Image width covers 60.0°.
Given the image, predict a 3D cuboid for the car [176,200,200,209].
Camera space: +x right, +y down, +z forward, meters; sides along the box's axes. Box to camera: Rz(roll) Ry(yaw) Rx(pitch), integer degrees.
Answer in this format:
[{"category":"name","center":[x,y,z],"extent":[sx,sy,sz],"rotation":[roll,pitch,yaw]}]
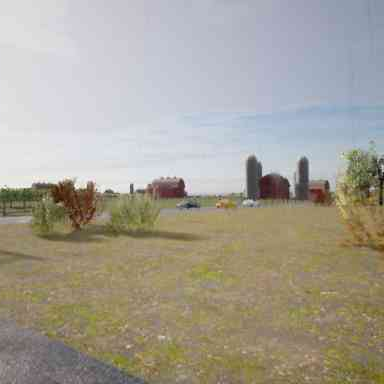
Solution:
[{"category":"car","center":[-0.621,2.011,53.601],"extent":[2.128,1.511,4.902],"rotation":[-1,-1,36]}]

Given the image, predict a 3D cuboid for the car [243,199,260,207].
[{"category":"car","center":[11.415,2.159,64.255],"extent":[1.812,1.442,4.674],"rotation":[-1,-1,36]}]

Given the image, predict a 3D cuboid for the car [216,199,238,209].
[{"category":"car","center":[5.988,2.007,56.634],"extent":[1.882,1.535,5.008],"rotation":[-1,-1,36]}]
